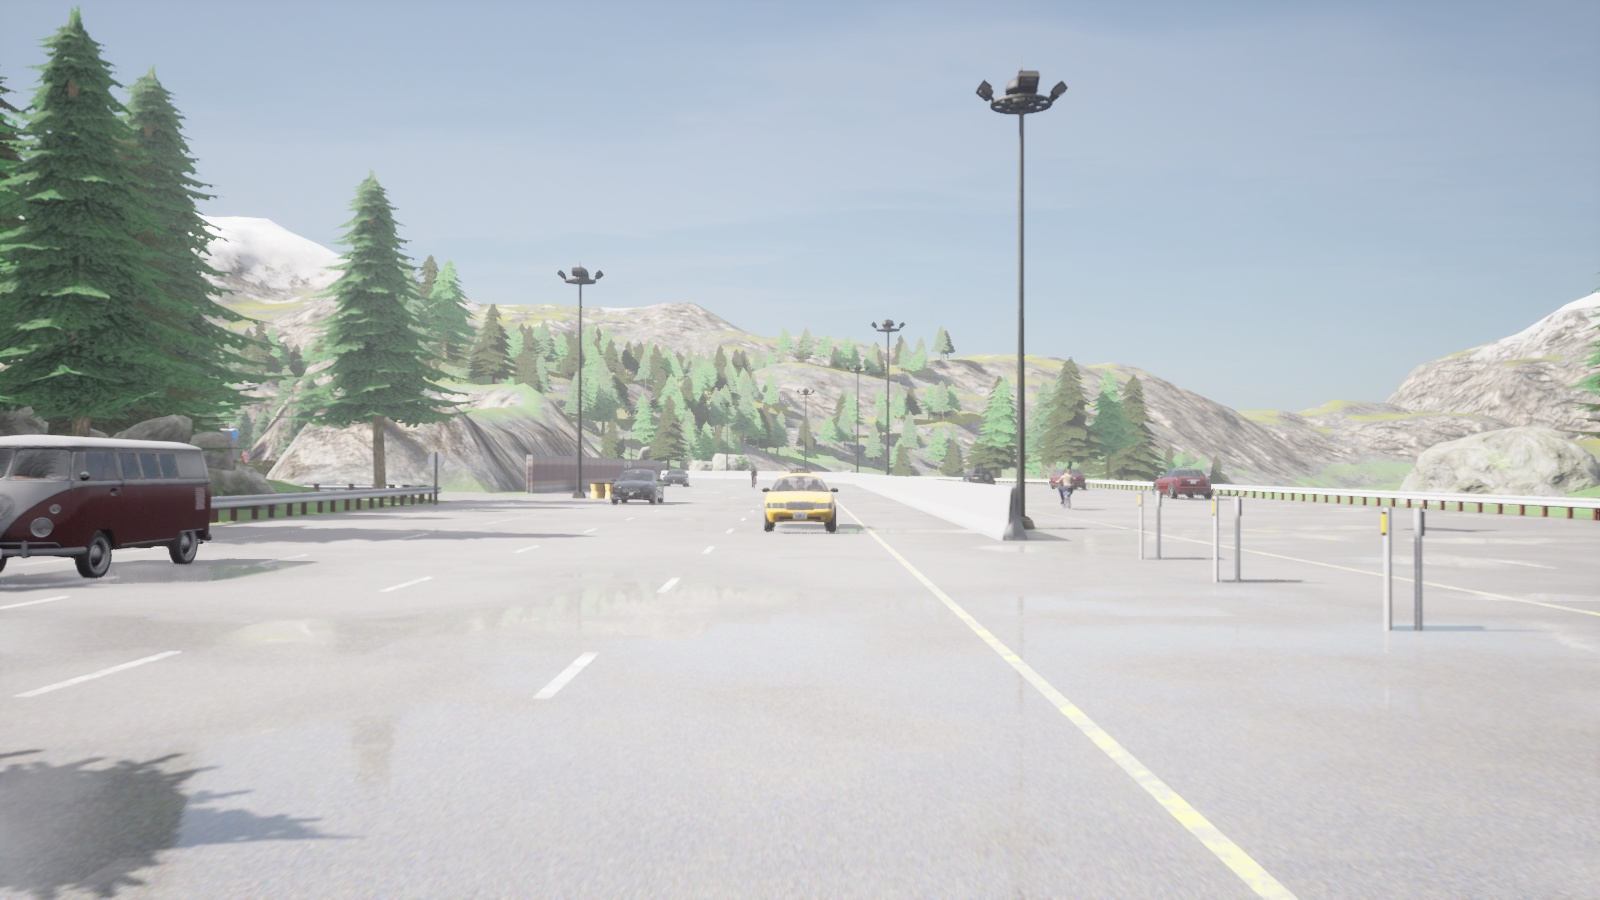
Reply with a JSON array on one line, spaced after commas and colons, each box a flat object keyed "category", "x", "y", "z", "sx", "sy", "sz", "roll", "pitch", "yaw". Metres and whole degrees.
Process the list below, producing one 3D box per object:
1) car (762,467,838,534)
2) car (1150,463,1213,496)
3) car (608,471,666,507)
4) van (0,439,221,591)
[{"category": "car", "x": 0.009, "y": 1.241, "z": 32.517, "sx": 1.801, "sy": 1.575, "sz": 5.366, "roll": 0, "pitch": -1, "yaw": 0}, {"category": "car", "x": 21.012, "y": 1.628, "z": 69.319, "sx": 2.097, "sy": 1.767, "sz": 4.553, "roll": 0, "pitch": -1, "yaw": 0}, {"category": "car", "x": -6.988, "y": 1.661, "z": 54.283, "sx": 1.837, "sy": 1.490, "sz": 4.892, "roll": 0, "pitch": -1, "yaw": 0}, {"category": "van", "x": -10.494, "y": 0.887, "z": 18.630, "sx": 1.775, "sy": 1.987, "sz": 4.442, "roll": 0, "pitch": -1, "yaw": 0}]
